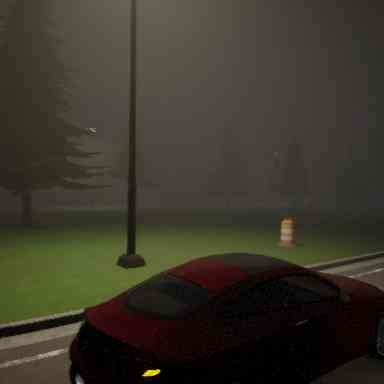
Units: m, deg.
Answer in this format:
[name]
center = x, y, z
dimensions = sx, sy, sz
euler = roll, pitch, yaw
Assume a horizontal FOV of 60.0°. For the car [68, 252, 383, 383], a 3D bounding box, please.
[car]
center = 0.863, 1.559, 4.360
dimensions = 4.674, 1.442, 1.812
euler = 1, 0, -35
